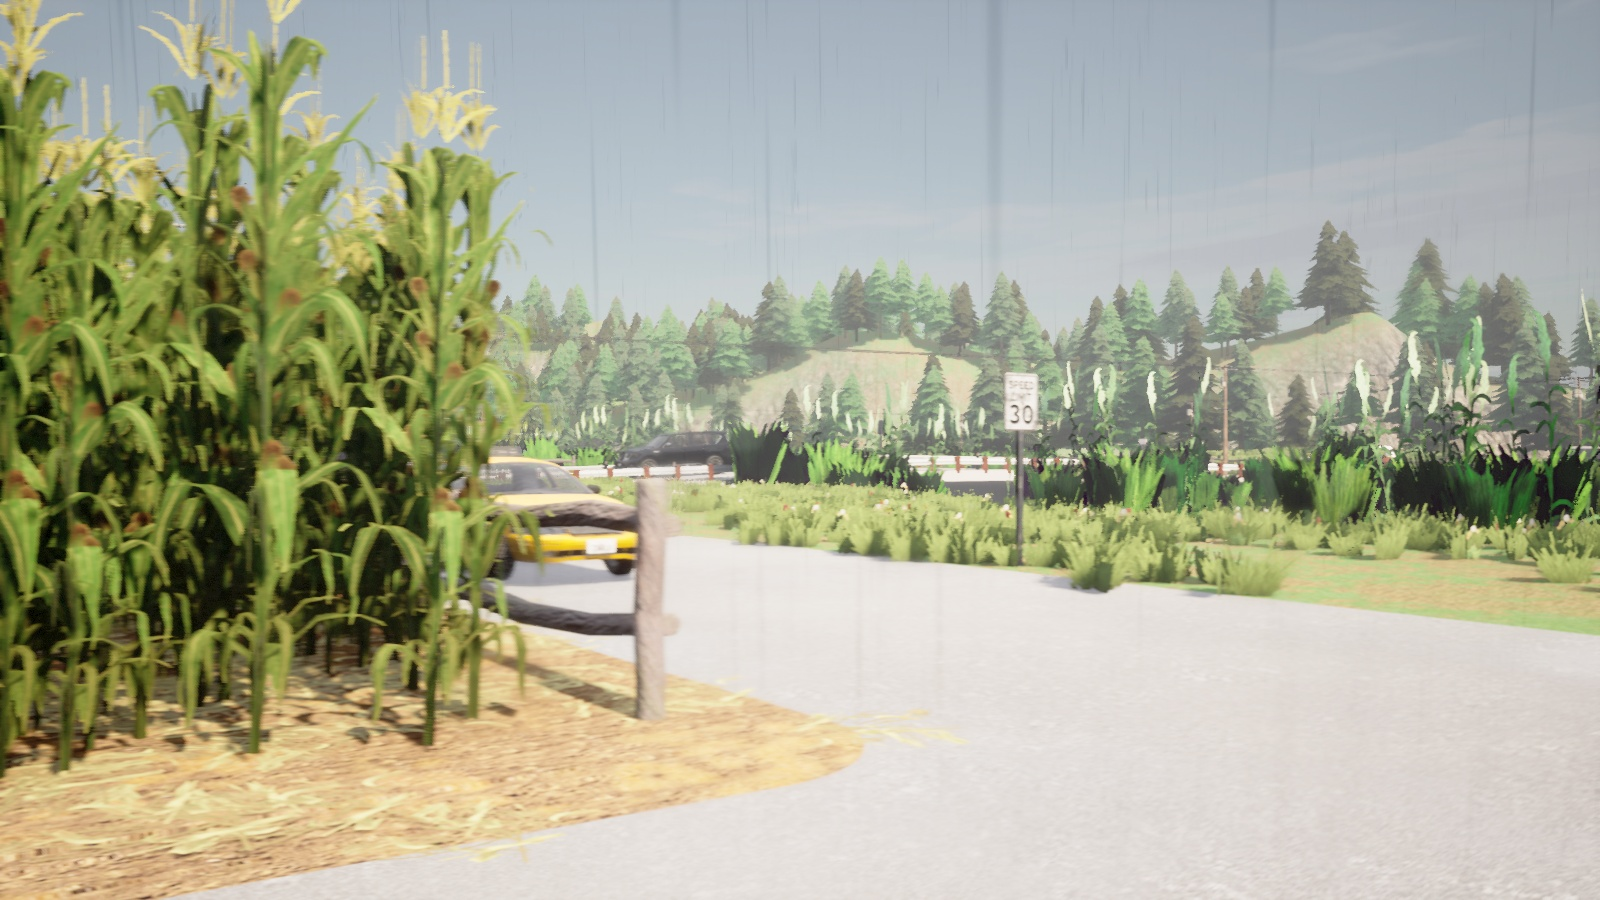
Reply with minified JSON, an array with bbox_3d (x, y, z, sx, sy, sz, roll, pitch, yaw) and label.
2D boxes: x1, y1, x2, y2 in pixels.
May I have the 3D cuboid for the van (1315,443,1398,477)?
[{"bbox_3d":[34.211,0.600,77.382,4.480,2.038,2.069,0,-1,18],"label":"van"}]

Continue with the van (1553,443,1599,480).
[{"bbox_3d":[43.280,0.601,67.607,1.775,1.987,4.442,0,0,-29],"label":"van"}]

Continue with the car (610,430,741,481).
[{"bbox_3d":[-5.749,0.223,58.221,5.566,2.045,2.150,-3,1,-29],"label":"car"}]

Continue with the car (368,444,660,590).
[{"bbox_3d":[-3.906,0.737,16.278,1.801,1.575,5.366,0,0,-35],"label":"car"}]
